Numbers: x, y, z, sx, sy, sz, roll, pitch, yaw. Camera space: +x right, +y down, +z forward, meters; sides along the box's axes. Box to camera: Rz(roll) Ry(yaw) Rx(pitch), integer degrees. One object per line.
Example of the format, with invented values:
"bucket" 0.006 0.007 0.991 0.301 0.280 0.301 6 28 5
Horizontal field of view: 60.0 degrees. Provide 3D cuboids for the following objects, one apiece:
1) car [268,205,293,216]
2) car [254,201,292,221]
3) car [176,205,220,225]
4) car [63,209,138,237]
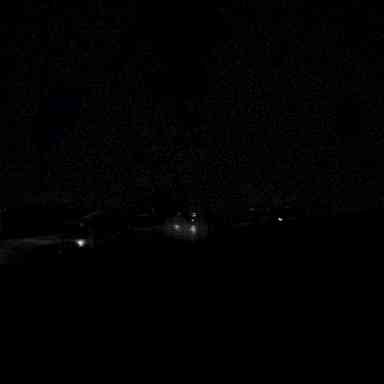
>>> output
"car" 12.353 2.559 46.261 1.837 1.490 4.892 -1 -2 36
"car" 8.655 1.979 35.985 2.150 2.045 5.566 -1 -2 35
"car" 0.569 1.948 29.600 2.097 1.767 4.553 -1 -2 35
"car" -5.584 1.846 20.831 1.882 1.535 5.008 -1 -2 35
